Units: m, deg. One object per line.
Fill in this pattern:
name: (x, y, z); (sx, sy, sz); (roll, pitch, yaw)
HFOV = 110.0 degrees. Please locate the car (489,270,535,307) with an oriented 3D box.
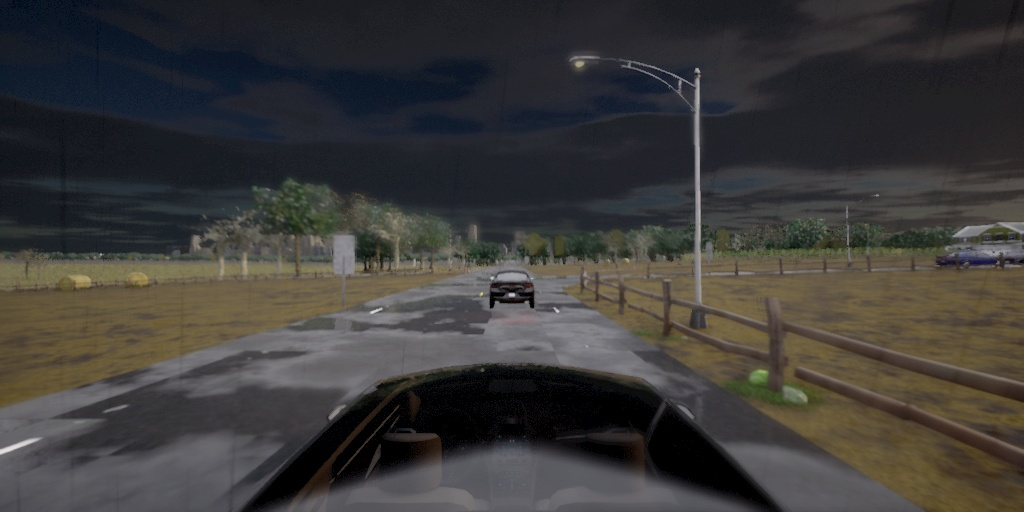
car: (0.007, 1.374, 16.338); (1.882, 1.535, 5.008); (0, 0, 0)

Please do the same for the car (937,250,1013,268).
car: (44.074, 0.298, 34.455); (5.008, 1.535, 1.882); (-2, -1, 0)
